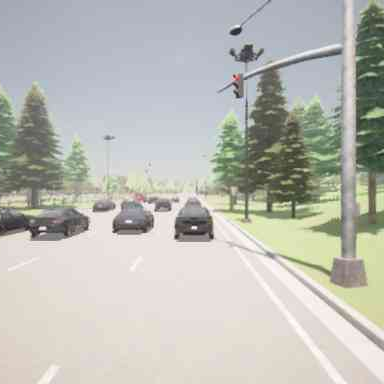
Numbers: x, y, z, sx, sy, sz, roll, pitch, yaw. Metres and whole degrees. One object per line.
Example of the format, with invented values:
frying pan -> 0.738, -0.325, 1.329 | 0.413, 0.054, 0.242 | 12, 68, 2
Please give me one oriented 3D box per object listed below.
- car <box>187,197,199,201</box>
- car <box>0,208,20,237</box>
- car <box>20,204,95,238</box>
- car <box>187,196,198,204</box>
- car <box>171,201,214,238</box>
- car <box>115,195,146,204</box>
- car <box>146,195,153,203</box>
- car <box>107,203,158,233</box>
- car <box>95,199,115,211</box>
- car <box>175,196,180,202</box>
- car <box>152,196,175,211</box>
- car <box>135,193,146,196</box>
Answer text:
car -> 0.104, 1.481, 37.426 | 2.128, 1.511, 4.902 | 0, 0, 0
car -> -10.398, 1.542, 17.906 | 2.033, 1.411, 5.357 | 0, 0, 0
car -> -6.898, 1.521, 17.672 | 1.812, 1.442, 4.674 | 0, 0, 0
car -> 0.055, 1.547, 62.266 | 1.994, 1.385, 4.181 | 0, 0, 0
car -> 0.103, 1.472, 17.551 | 1.882, 1.535, 5.008 | 0, 0, 0
car -> -6.896, 1.480, 37.889 | 2.128, 1.511, 4.902 | 0, 0, 0
car -> -6.947, 1.488, 61.938 | 1.837, 1.490, 4.892 | 0, 0, 1
car -> -3.398, 1.558, 19.858 | 1.994, 1.385, 4.181 | 0, 0, 0
car -> -10.395, 1.552, 39.759 | 1.994, 1.385, 4.181 | 0, 0, 0
car -> -3.492, 1.483, 68.087 | 2.128, 1.511, 4.902 | 0, 0, 0
car -> -3.396, 1.493, 40.431 | 1.837, 1.490, 4.892 | 0, 0, 0
car -> -10.492, 1.204, 67.701 | 2.150, 2.045, 5.566 | 0, 0, 0
